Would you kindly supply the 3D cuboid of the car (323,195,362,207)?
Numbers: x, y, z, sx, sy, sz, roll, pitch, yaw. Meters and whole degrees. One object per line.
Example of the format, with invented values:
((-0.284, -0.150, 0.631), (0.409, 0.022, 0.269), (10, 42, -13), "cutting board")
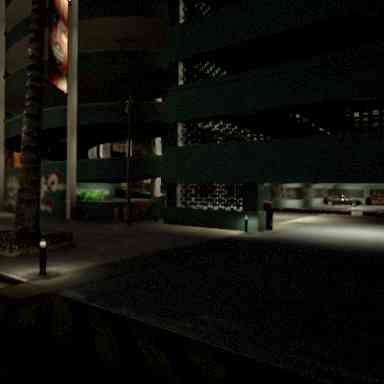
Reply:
((19.663, 1.170, 43.630), (4.674, 1.452, 2.002), (1, 1, 35), "car")
